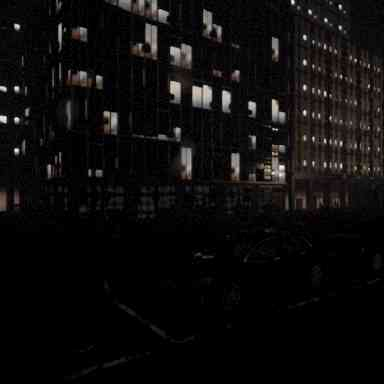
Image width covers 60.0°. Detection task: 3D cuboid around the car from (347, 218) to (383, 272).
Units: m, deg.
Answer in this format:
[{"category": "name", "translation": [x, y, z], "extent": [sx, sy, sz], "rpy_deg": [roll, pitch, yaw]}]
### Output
[{"category": "car", "translation": [5.838, 1.541, 10.724], "extent": [4.507, 1.381, 1.887], "rpy_deg": [0, 0, -35]}]

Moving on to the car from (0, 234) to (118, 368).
[{"category": "car", "translation": [-3.170, 1.440, 4.300], "extent": [4.097, 1.590, 1.967], "rpy_deg": [0, 0, -35]}]

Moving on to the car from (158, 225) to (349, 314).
[{"category": "car", "translation": [1.333, 1.549, 7.512], "extent": [4.403, 1.369, 2.008], "rpy_deg": [0, 0, -35]}]
